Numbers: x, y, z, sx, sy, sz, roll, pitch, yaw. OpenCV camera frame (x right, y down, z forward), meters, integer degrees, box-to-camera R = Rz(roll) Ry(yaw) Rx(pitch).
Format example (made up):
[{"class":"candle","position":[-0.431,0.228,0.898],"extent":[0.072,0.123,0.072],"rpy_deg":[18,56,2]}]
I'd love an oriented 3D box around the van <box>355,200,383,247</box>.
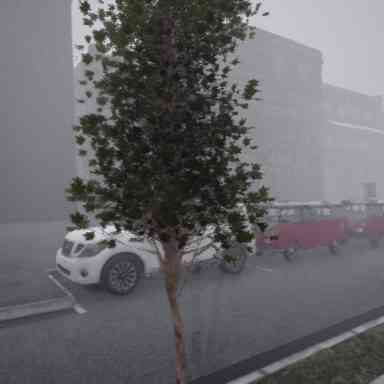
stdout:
[{"class":"van","position":[8.329,1.347,15.442],"extent":[4.442,1.987,1.878],"rpy_deg":[0,0,-35]}]

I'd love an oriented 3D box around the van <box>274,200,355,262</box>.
[{"class":"van","position":[3.795,1.318,12.247],"extent":[4.442,1.987,1.878],"rpy_deg":[0,0,-35]}]

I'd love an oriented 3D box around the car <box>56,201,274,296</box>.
[{"class":"car","position":[-0.666,1.262,9.103],"extent":[5.566,2.045,2.435],"rpy_deg":[0,0,-35]}]
